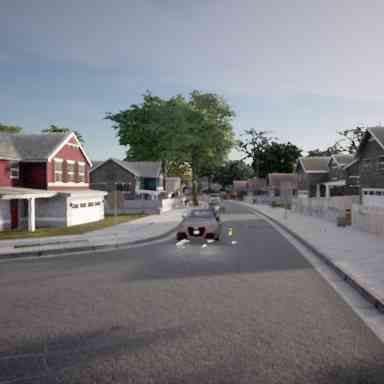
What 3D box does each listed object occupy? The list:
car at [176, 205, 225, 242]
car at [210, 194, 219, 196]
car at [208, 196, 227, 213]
[{"bbox_3d":[0.458,1.591,16.661,1.994,1.385,4.181,0,0,8],"label":"car"},{"bbox_3d":[4.512,1.479,66.492,2.150,2.045,5.566,0,0,1],"label":"car"},{"bbox_3d":[2.965,1.594,38.604,2.128,1.511,4.902,0,0,5],"label":"car"}]
